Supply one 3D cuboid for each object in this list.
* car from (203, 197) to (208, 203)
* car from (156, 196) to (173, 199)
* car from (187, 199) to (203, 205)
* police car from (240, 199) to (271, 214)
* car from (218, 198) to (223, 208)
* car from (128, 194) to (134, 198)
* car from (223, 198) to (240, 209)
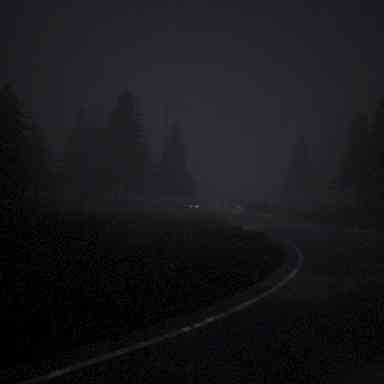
[{"bbox_3d":[2.243,1.629,73.072,1.882,1.535,5.008,0,0,-7],"label":"car"},{"bbox_3d":[-6.816,1.490,85.793,5.008,1.535,1.882,0,0,-7],"label":"car"},{"bbox_3d":[0.160,1.811,64.058,2.033,1.411,5.357,0,0,-7],"label":"car"},{"bbox_3d":[7.584,1.628,38.820,1.930,1.638,5.238,0,0,-7],"label":"police car"},{"bbox_3d":[5.570,1.760,54.581,1.837,1.490,4.892,0,0,-7],"label":"car"},{"bbox_3d":[-17.658,1.500,92.963,1.905,1.878,3.866,0,0,-38],"label":"car"},{"bbox_3d":[6.330,1.741,48.630,1.837,1.490,4.892,0,0,-7],"label":"car"}]
